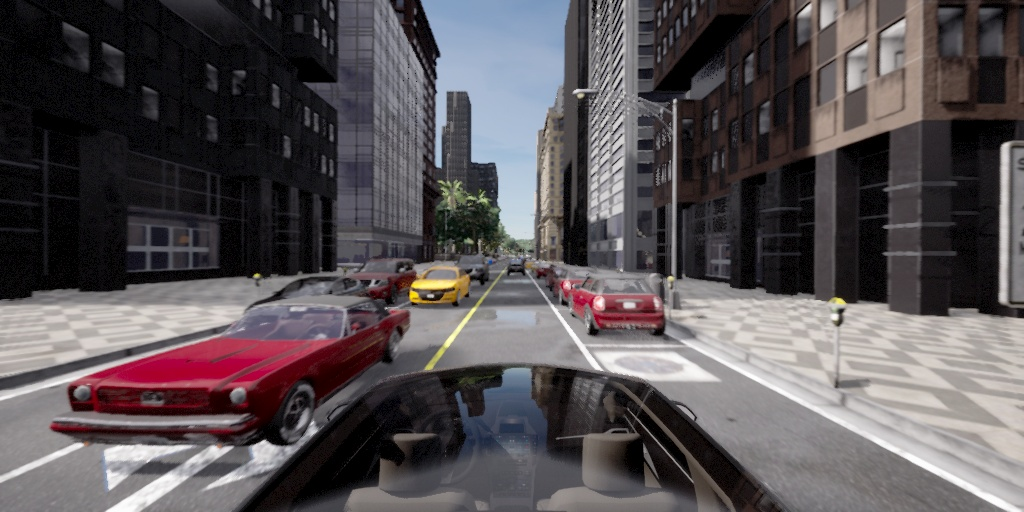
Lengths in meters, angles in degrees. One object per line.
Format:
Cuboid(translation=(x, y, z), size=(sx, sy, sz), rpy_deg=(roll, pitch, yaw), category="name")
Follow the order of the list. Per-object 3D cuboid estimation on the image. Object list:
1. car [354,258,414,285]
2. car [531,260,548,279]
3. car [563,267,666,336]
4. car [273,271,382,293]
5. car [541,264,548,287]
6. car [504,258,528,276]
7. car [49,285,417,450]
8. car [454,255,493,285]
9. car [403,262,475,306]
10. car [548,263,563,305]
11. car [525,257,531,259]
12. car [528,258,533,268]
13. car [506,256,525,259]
Cuboid(translation=(-5.650, 1.025, 16.013), size=(2.192, 1.841, 5.009), rpy_deg=(0, 0, 1), category="car")
Cuboid(translation=(3.033, 1.299, 32.200), size=(1.888, 1.381, 4.507), rpy_deg=(0, 0, 1), category="car")
Cuboid(translation=(2.822, 1.202, 10.502), size=(1.967, 1.591, 4.097), rpy_deg=(0, 0, 1), category="car")
Cuboid(translation=(-5.702, 1.279, 10.587), size=(1.948, 1.339, 4.313), rpy_deg=(0, 0, 1), category="car")
Cuboid(translation=(2.927, 1.340, 21.351), size=(1.802, 1.307, 4.207), rpy_deg=(0, 0, 1), category="car")
Cuboid(translation=(0.427, 1.242, 37.673), size=(1.837, 1.490, 4.892), rpy_deg=(0, 0, 1), category="car")
Cuboid(translation=(-3.114, 1.332, 5.369), size=(1.895, 1.301, 4.718), rpy_deg=(0, 0, 1), category="car")
Cuboid(translation=(-2.871, 0.943, 26.100), size=(2.150, 2.045, 5.566), rpy_deg=(0, 0, 1), category="car")
Cuboid(translation=(-2.980, 1.204, 15.763), size=(1.882, 1.535, 5.008), rpy_deg=(0, 0, 1), category="car")
Cuboid(translation=(2.875, 1.200, 15.926), size=(1.967, 1.591, 4.097), rpy_deg=(0, 0, 1), category="car")
Cuboid(translation=(2.840, 1.210, 54.367), size=(1.801, 1.575, 5.366), rpy_deg=(0, 0, 1), category="car")
Cuboid(translation=(3.140, 1.279, 43.219), size=(1.751, 1.417, 4.829), rpy_deg=(0, 0, 1), category="car")
Cuboid(translation=(0.472, 1.216, 49.971), size=(1.882, 1.535, 5.008), rpy_deg=(0, 0, 1), category="car")
